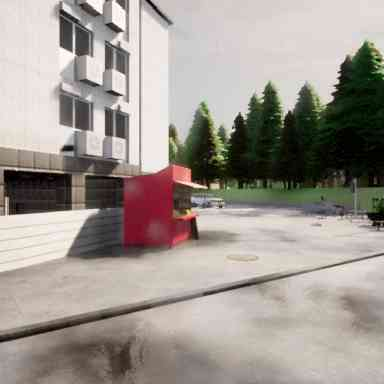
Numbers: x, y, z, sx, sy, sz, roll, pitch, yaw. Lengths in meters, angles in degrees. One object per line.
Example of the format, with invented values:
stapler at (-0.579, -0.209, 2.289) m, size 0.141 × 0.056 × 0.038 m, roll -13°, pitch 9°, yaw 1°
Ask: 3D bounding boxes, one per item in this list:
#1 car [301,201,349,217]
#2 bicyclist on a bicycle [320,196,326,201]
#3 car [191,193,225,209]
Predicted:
car at (12.372, 1.564, 31.064) m, size 1.994 × 1.385 × 4.181 m, roll 0°, pitch 0°, yaw -35°
bicyclist on a bicycle at (15.947, 1.348, 40.536) m, size 1.656 × 1.620 × 0.582 m, roll 0°, pitch 0°, yaw -35°
car at (2.100, 1.223, 45.546) m, size 2.150 × 2.045 × 5.566 m, roll 0°, pitch 0°, yaw -35°
